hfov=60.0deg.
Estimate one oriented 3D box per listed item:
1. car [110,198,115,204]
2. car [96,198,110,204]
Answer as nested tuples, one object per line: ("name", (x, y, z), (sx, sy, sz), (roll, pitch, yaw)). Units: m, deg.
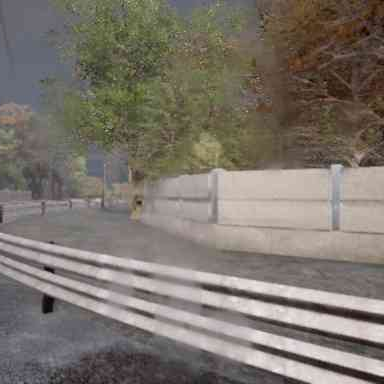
("car", (-21.438, 2.375, 86.294), (1.812, 1.442, 4.674), (0, -1, -4))
("car", (-20.783, 2.049, 76.005), (1.882, 1.535, 5.008), (0, -1, -4))
